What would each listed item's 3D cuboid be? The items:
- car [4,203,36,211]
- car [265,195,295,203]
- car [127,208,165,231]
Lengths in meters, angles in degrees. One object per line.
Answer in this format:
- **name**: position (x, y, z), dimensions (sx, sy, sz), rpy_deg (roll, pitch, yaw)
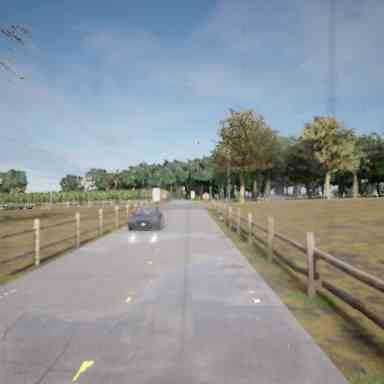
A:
- **car**: position (-32.050, 2.788, 61.763), dimensions (5.357, 1.411, 2.033), rpy_deg (-2, -3, 0)
- **car**: position (16.378, 1.236, 61.823), dimensions (5.357, 1.411, 2.033), rpy_deg (-2, -3, 0)
- **car**: position (-2.849, 1.699, 21.378), dimensions (1.994, 1.385, 4.181), rpy_deg (0, 0, 0)
